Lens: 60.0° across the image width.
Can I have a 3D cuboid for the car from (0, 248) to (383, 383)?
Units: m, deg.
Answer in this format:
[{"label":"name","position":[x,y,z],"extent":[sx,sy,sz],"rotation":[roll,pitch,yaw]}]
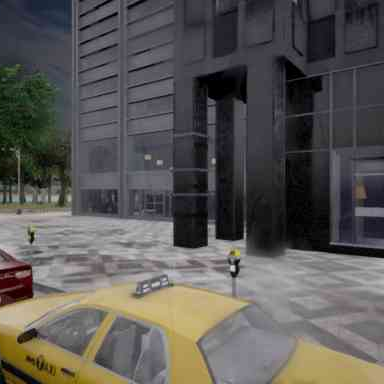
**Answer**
[{"label":"car","position":[-0.591,1.525,3.384],"extent":[4.829,1.417,1.752],"rotation":[0,0,36]}]
